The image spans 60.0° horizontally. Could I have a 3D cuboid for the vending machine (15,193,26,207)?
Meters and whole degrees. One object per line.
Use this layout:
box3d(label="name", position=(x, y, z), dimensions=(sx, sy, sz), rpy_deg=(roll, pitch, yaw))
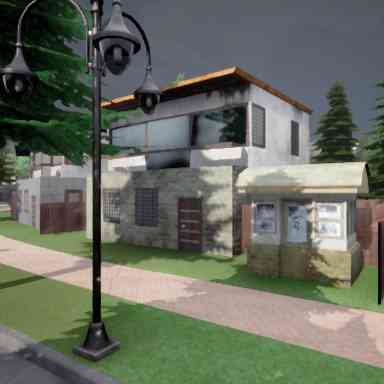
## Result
box3d(label="vending machine", position=(-25.544, 1.195, 49.537), dimensions=(1.100, 2.100, 0.880), rpy_deg=(0, 0, -1))
